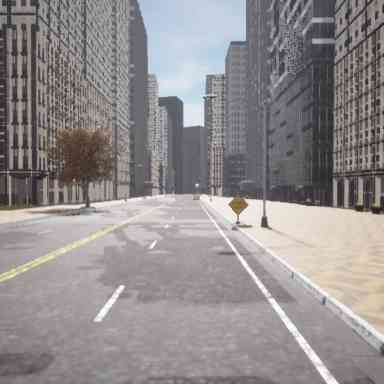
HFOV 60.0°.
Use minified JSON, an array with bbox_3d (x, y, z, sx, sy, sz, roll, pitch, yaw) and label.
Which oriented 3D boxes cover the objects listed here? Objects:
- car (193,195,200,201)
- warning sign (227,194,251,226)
[{"bbox_3d":[1.137,1.471,86.820,1.801,1.575,5.366,0,0,0],"label":"car"},{"bbox_3d":[2.865,1.084,20.605,1.300,1.860,1.060,1,1,0],"label":"warning sign"}]
